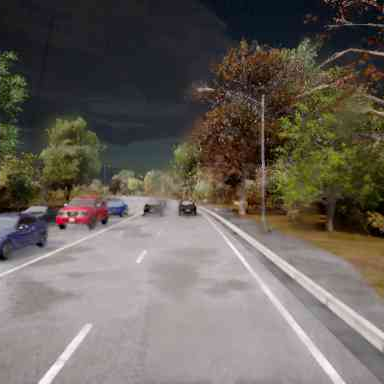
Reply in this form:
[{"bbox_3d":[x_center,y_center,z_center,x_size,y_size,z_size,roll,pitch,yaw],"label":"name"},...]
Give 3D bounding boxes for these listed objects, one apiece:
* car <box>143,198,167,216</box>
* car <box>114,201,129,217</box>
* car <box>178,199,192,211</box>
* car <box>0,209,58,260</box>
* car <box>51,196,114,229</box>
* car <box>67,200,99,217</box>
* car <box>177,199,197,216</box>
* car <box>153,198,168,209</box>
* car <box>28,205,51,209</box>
[{"bbox_3d":[-3.903,1.630,34.397,1.882,1.535,5.008,0,-1,-2],"label":"car"},{"bbox_3d":[-7.451,1.623,32.764,1.882,1.535,5.008,0,0,-1],"label":"car"},{"bbox_3d":[-1.001,1.726,45.752,1.812,1.442,4.674,0,0,-3],"label":"car"},{"bbox_3d":[-7.143,1.584,12.829,1.812,1.442,4.674,0,0,0],"label":"car"},{"bbox_3d":[-7.229,1.323,22.726,2.150,2.045,5.566,0,0,0],"label":"car"},{"bbox_3d":[-10.963,1.656,33.860,1.837,1.490,4.892,0,0,-2],"label":"car"},{"bbox_3d":[-0.495,1.631,34.962,1.882,1.535,5.008,0,0,-2],"label":"car"},{"bbox_3d":[-4.843,1.720,51.767,2.128,1.511,4.902,0,0,-4],"label":"car"},{"bbox_3d":[-10.735,1.632,23.600,1.812,1.442,4.674,0,0,-1],"label":"car"}]
